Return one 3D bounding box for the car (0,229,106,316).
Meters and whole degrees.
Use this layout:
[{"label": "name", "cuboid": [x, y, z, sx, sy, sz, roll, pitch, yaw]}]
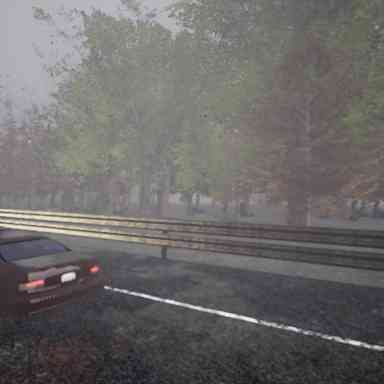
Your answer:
[{"label": "car", "cuboid": [-4.264, 1.535, 7.208, 5.357, 1.411, 2.033, 0, 0, 33]}]
